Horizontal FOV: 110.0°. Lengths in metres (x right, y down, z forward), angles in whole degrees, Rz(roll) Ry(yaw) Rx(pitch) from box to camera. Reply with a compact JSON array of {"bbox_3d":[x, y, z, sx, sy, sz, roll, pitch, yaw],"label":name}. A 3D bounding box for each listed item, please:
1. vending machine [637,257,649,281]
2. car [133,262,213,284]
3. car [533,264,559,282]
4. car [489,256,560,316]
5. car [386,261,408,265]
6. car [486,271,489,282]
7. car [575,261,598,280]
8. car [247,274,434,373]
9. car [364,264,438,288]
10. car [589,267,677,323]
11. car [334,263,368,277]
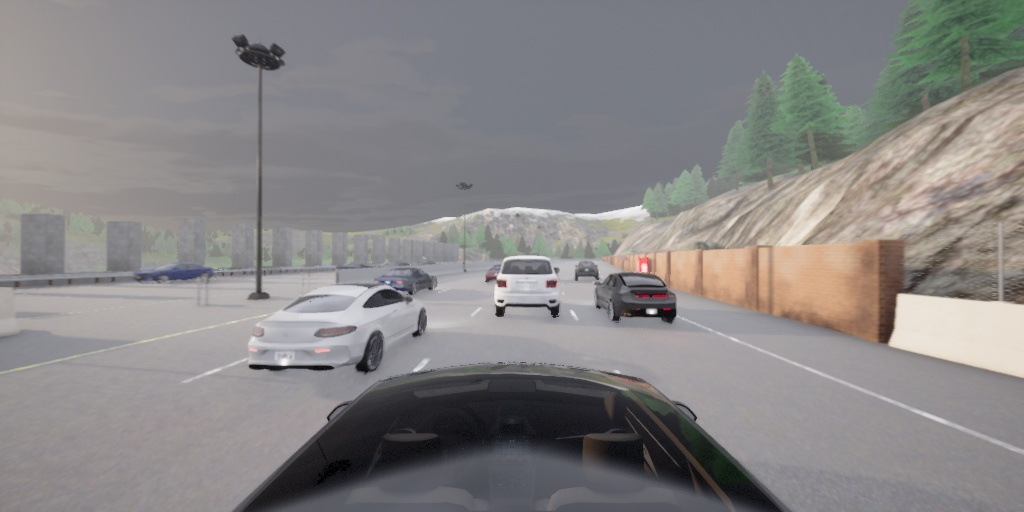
[{"bbox_3d":[11.458,1.095,31.368,1.100,2.100,0.880,0,0,11],"label":"vending machine"},{"bbox_3d":[-26.140,1.263,27.880,1.882,1.535,5.008,0,0,8],"label":"car"},{"bbox_3d":[3.148,1.446,32.190,1.994,1.385,4.181,0,0,11],"label":"car"},{"bbox_3d":[0.644,1.023,13.768,2.150,2.045,5.566,0,0,4],"label":"car"},{"bbox_3d":[-15.363,1.383,47.454,2.128,1.511,4.902,0,0,12],"label":"car"},{"bbox_3d":[-0.845,1.425,29.740,1.994,1.385,4.181,0,0,10],"label":"car"},{"bbox_3d":[6.979,1.248,33.608,2.097,1.767,4.553,0,0,11],"label":"car"},{"bbox_3d":[-3.210,1.290,7.508,1.812,1.442,4.674,0,0,2],"label":"car"},{"bbox_3d":[-5.804,1.356,20.036,2.033,1.411,5.357,0,0,6],"label":"car"},{"bbox_3d":[4.072,1.309,12.453,1.837,1.490,4.892,0,0,4],"label":"car"},{"bbox_3d":[-14.618,1.403,33.523,1.994,1.385,4.181,0,0,10],"label":"car"}]
